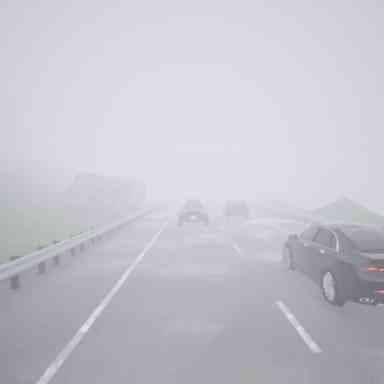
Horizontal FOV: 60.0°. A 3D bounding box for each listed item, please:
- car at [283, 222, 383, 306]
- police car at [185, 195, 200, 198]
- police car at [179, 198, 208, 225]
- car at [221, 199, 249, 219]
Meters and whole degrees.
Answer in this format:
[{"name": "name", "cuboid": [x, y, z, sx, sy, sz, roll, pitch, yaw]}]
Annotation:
[{"name": "car", "cuboid": [3.597, 1.469, 7.920, 1.837, 1.490, 4.892, 0, 0, 0]}, {"name": "police car", "cuboid": [0.090, 1.243, 41.972, 1.930, 1.638, 5.238, 0, 0, 0]}, {"name": "police car", "cuboid": [0.096, 1.403, 23.196, 2.038, 1.542, 4.974, 0, 0, 0]}, {"name": "car", "cuboid": [3.594, 1.369, 27.978, 2.128, 1.511, 4.902, 0, 0, 0]}]
